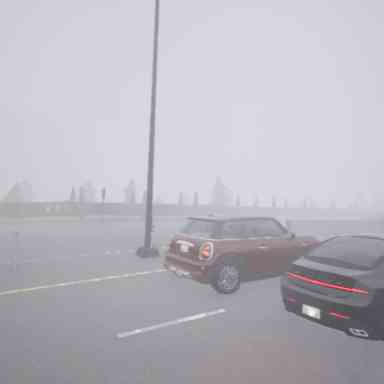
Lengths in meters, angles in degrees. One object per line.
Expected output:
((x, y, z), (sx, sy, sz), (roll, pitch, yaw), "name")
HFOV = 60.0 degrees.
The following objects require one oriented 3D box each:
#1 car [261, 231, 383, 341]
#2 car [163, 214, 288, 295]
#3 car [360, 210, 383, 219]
((3.755, 1.538, 6.185), (4.892, 1.490, 1.837), (1, -1, -34), "car")
((1.587, 1.381, 8.947), (4.553, 1.767, 2.097), (1, -1, -34), "car")
((21.843, 2.923, 39.434), (4.902, 1.511, 2.128), (3, -2, -33), "car")
